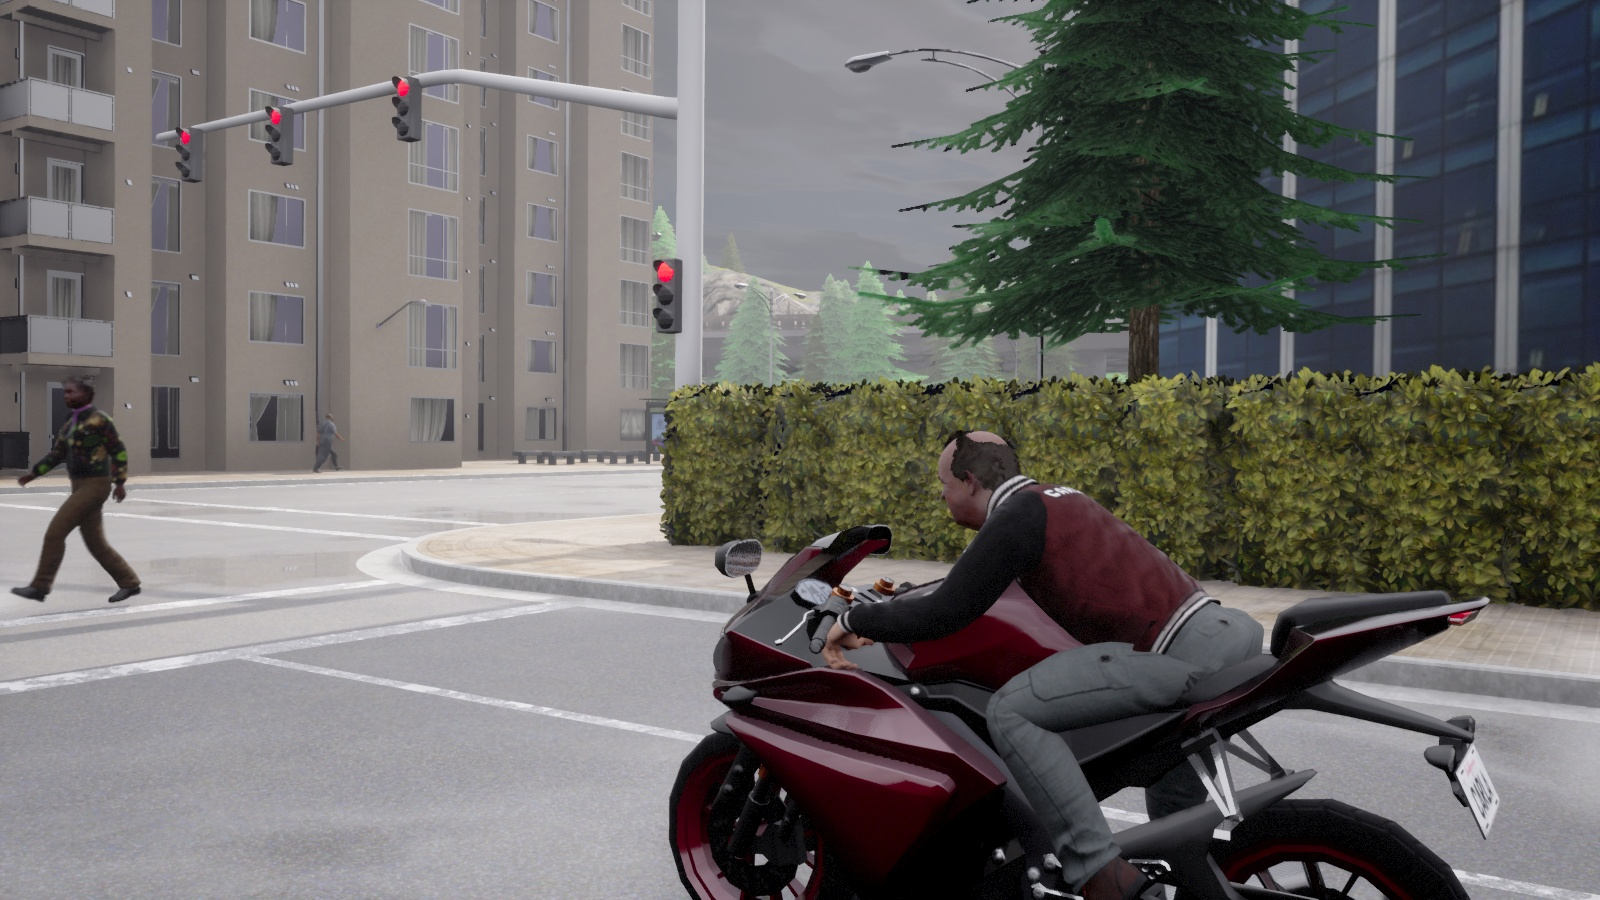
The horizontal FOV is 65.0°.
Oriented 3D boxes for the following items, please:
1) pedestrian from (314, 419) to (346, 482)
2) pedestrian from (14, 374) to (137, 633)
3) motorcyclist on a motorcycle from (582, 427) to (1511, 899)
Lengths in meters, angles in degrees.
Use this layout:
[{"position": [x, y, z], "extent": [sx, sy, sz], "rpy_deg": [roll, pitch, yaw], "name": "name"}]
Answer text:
[{"position": [-13.880, 0.010, 37.061], "extent": [0.540, 1.848, 0.694], "rpy_deg": [0, 1, 41], "name": "pedestrian"}, {"position": [-5.608, 0.393, 9.737], "extent": [0.395, 1.930, 0.692], "rpy_deg": [0, 1, 35], "name": "pedestrian"}, {"position": [0.552, 0.717, 3.257], "extent": [2.191, 1.530, 0.866], "rpy_deg": [0, 1, 34], "name": "motorcyclist on a motorcycle"}]
